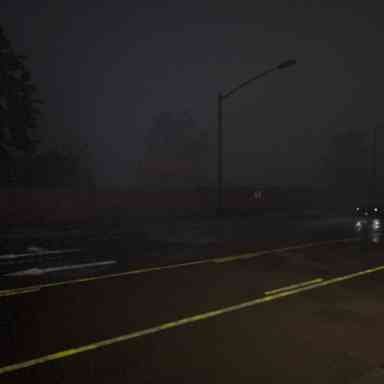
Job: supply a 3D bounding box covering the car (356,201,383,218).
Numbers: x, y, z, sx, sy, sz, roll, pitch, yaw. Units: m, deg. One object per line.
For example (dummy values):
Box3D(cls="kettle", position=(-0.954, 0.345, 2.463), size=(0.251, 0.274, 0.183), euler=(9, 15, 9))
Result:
Box3D(cls="car", position=(15.925, 1.435, 28.184), size=(4.718, 1.301, 1.895), euler=(-1, 1, -35))
